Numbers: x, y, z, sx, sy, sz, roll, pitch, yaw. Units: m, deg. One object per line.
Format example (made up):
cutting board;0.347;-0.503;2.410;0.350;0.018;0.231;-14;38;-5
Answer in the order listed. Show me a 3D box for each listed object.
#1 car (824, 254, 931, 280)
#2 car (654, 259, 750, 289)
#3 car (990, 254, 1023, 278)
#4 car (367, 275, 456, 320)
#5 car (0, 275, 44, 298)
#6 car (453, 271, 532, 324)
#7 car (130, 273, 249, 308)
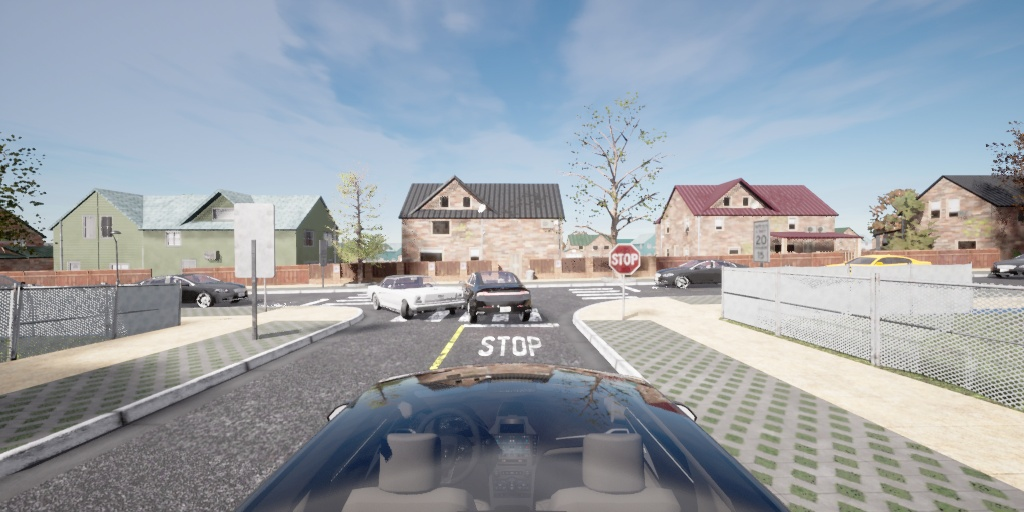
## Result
car;19.762;0.690;19.575;5.008;1.535;1.882;-1;1;-1
car;10.331;0.926;19.539;4.902;1.511;2.128;-1;1;0
car;29.386;0.478;19.612;4.902;1.511;2.128;-1;1;0
car;-3.602;1.368;12.990;1.895;1.301;4.718;0;0;-38
car;-24.239;1.648;16.446;4.553;1.767;2.097;-1;1;0
car;-0.685;1.243;12.131;2.128;1.511;4.902;0;0;-12
car;-14.902;1.566;16.486;4.902;1.511;2.128;-1;1;0
